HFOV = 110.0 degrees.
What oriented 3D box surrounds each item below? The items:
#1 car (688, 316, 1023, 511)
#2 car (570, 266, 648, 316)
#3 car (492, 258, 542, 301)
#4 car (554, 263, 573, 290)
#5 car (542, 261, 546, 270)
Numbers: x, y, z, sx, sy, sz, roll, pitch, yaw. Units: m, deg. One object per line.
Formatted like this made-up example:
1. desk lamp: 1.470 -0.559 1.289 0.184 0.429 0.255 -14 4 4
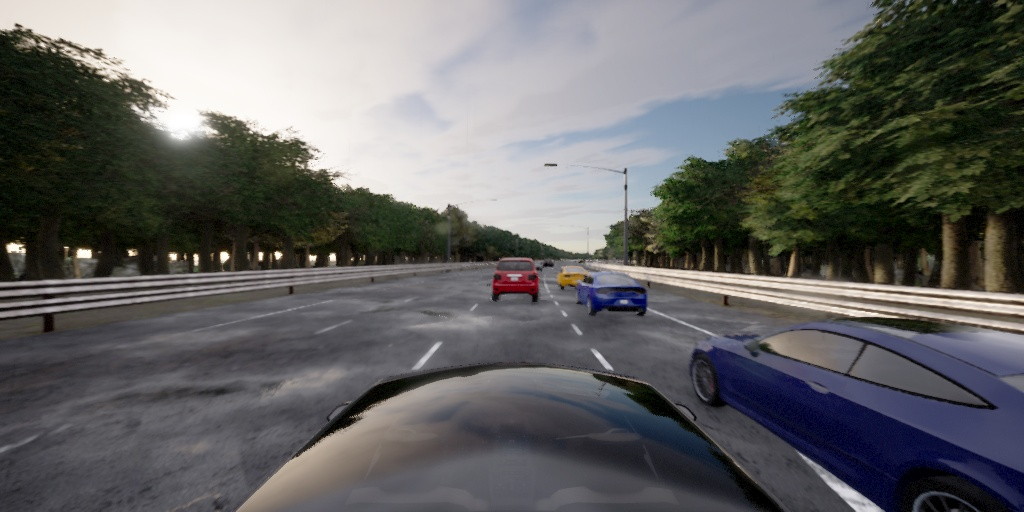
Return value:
1. car: 3.490 1.299 3.346 1.812 1.442 4.674 0 0 0
2. car: 3.679 1.342 14.019 1.882 1.535 5.008 0 0 2
3. car: 0.276 1.118 18.498 2.150 2.045 5.566 0 0 3
4. car: 4.152 1.436 24.683 1.882 1.535 5.008 0 -1 3
5. car: 3.738 1.791 55.699 2.033 1.411 5.357 0 -1 8
